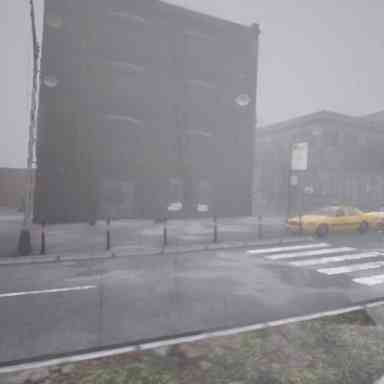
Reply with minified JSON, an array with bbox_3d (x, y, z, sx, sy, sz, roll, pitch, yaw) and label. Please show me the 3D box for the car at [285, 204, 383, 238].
[{"bbox_3d":[7.327,1.405,17.387,5.366,1.575,1.946,0,0,-27],"label":"car"}]
